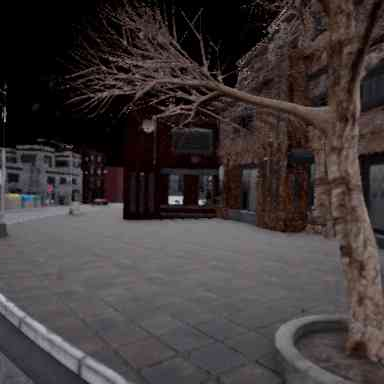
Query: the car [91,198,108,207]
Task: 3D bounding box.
[{"bbox_3d":[-17.673,2.006,63.782,1.882,1.535,5.008,1,-1,6],"label":"car"}]
